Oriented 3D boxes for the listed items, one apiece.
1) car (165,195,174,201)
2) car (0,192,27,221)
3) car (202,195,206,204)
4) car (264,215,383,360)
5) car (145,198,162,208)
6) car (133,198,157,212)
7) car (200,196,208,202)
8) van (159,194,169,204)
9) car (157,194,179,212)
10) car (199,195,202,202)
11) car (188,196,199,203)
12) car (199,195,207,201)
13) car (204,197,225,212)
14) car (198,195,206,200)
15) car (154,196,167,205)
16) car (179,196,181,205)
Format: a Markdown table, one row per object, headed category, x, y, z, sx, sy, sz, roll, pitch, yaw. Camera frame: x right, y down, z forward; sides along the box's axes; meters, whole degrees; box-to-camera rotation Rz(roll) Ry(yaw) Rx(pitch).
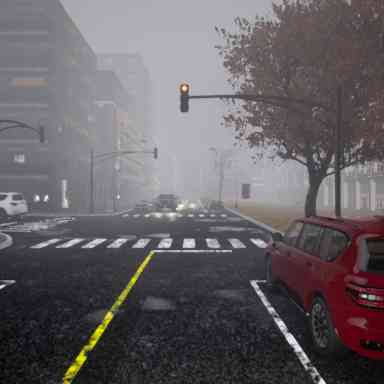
| category | x | y | z | sx | sy | sz | roll | pitch | yaw |
| --- | --- | --- | --- | --- | --- | --- | --- | --- | --- |
| car | -5.570 | 1.497 | 82.591 | 1.967 | 1.590 | 4.097 | 0 | 0 | 0 |
| car | -15.333 | 1.027 | 24.848 | 5.566 | 2.045 | 2.150 | 1 | 0 | -1 |
| car | 2.762 | 1.542 | 49.552 | 1.752 | 1.417 | 4.829 | 0 | 0 | 0 |
| car | 2.700 | 1.314 | 5.928 | 2.192 | 1.841 | 5.009 | 0 | 0 | 0 |
| car | -5.618 | 1.568 | 49.395 | 2.008 | 1.369 | 4.403 | 0 | 0 | 0 |
| car | -5.634 | 1.558 | 38.329 | 2.008 | 1.369 | 4.403 | 0 | 0 | 0 |
| car | 2.803 | 1.575 | 77.215 | 1.752 | 1.417 | 4.829 | 0 | 0 | 0 |
| van | -5.594 | 1.376 | 65.993 | 1.690 | 1.788 | 3.998 | 0 | 0 | 0 |
| car | -3.033 | 1.230 | 40.075 | 2.150 | 2.045 | 5.566 | 0 | 0 | 0 |
| car | 2.787 | 1.617 | 65.979 | 1.802 | 1.307 | 4.206 | 0 | 0 | 0 |
| car | 0.185 | 1.564 | 68.240 | 1.812 | 1.442 | 4.674 | 0 | 0 | 0 |
| car | 2.819 | 1.611 | 88.111 | 1.887 | 1.381 | 4.507 | 0 | 0 | 0 |
| car | 2.746 | 1.552 | 38.316 | 1.887 | 1.381 | 4.507 | 0 | 0 | 0 |
| car | 2.827 | 1.627 | 93.643 | 2.008 | 1.369 | 4.403 | 0 | 0 | 0 |
| car | -5.602 | 1.469 | 60.460 | 1.967 | 1.590 | 4.097 | 0 | 0 | 0 |
| car | -3.011 | 1.523 | 50.107 | 1.837 | 1.490 | 4.892 | 0 | 0 | 0 |
